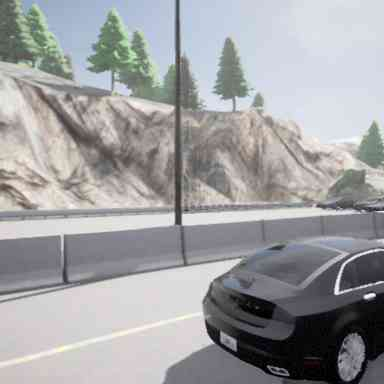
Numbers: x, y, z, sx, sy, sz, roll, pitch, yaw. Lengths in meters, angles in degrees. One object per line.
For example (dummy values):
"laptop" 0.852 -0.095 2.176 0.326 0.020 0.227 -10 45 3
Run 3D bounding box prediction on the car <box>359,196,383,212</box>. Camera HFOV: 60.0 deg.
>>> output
"car" 17.852 1.302 29.612 5.357 1.411 2.033 0 0 -23

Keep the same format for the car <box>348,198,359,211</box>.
"car" 18.621 1.232 33.684 4.892 1.490 1.837 0 0 -22

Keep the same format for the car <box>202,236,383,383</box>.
"car" 2.453 1.466 5.241 4.892 1.490 1.837 -1 1 -33

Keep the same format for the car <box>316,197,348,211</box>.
"car" 16.243 1.268 36.527 5.357 1.411 2.033 0 0 -23
